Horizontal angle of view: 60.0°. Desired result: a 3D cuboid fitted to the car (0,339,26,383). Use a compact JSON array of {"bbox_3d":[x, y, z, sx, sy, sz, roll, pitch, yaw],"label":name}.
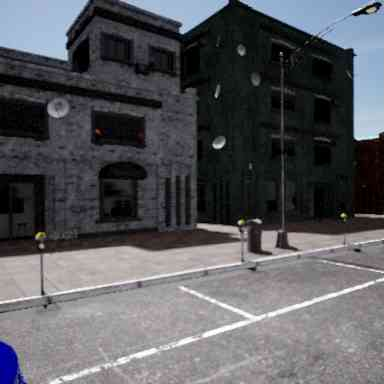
[{"bbox_3d":[-3.101,1.520,1.168,4.674,1.442,1.812,0,0,-35],"label":"car"}]
